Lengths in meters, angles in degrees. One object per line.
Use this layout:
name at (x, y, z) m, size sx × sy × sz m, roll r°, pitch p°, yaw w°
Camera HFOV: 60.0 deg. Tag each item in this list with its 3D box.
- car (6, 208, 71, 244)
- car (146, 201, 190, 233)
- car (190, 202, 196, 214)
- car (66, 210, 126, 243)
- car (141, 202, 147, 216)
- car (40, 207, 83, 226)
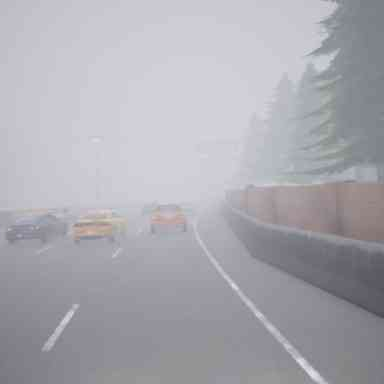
car at (-8.315, 1.901, 18.176) m, size 1.812 × 1.442 × 4.674 m, roll -2°, pitch 0°, yaw -2°
car at (-1.387, 1.485, 21.089) m, size 2.097 × 1.767 × 4.553 m, roll -2°, pitch 0°, yaw -1°
car at (-0.646, 1.773, 38.017) m, size 1.895 × 1.301 × 4.718 m, roll -2°, pitch 0°, yaw 5°
car at (-4.795, 1.722, 17.780) m, size 1.882 × 1.535 × 5.008 m, roll -2°, pitch 0°, yaw -3°
car at (-4.267, 1.791, 36.708) m, size 2.128 × 1.511 × 4.902 m, roll -2°, pitch 0°, yaw 5°
car at (-11.741, 2.149, 30.300) m, size 1.895 × 1.301 × 4.718 m, roll -2°, pitch 0°, yaw 3°
